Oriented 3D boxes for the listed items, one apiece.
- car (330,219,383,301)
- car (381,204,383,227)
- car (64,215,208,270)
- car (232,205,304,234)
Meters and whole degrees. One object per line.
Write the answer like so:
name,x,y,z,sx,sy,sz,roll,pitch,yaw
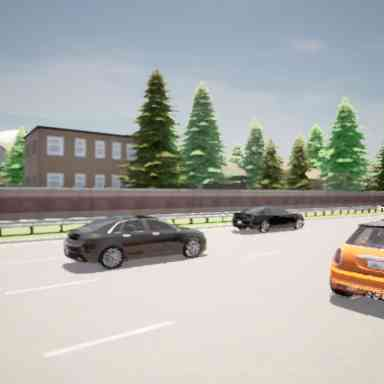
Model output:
car,5.150,1.387,7.423,4.553,1.767,2.097,0,0,-36
car,15.457,1.614,23.380,4.892,1.490,1.837,0,0,-36
car,-1.678,1.527,11.148,4.892,1.490,1.837,0,0,-36
car,4.669,1.543,19.980,5.008,1.535,1.882,0,0,-36
